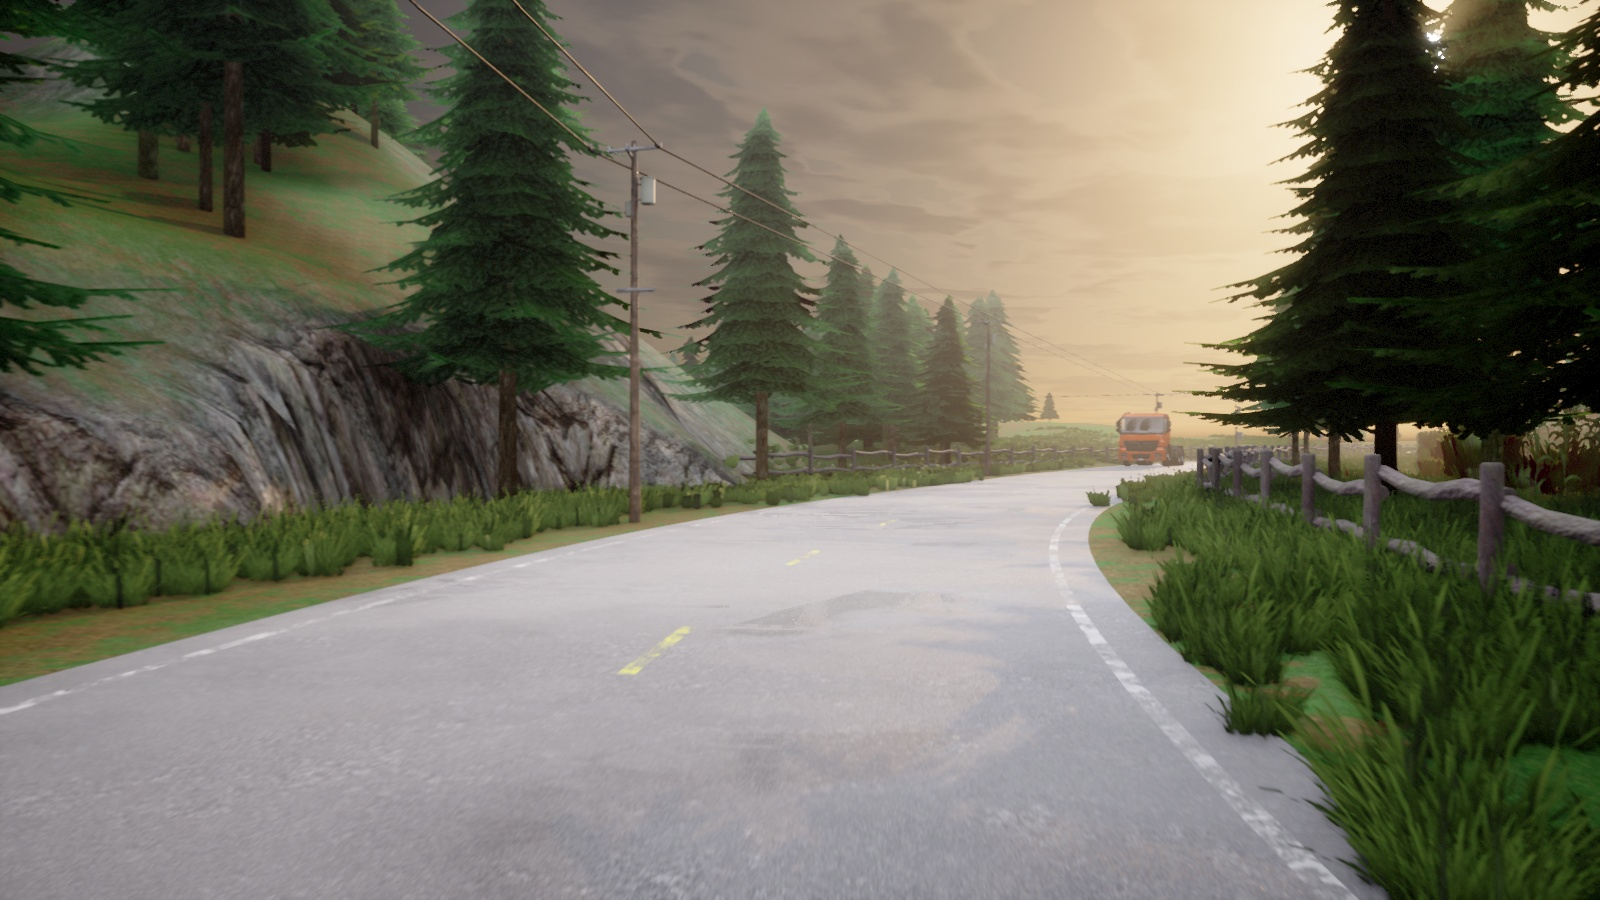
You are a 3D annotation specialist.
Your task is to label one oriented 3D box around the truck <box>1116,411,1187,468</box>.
[{"bbox_3d":[22.703,-0.663,80.820,2.891,3.462,7.936,0,0,27],"label":"truck"}]
